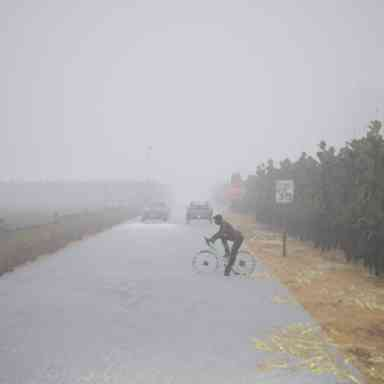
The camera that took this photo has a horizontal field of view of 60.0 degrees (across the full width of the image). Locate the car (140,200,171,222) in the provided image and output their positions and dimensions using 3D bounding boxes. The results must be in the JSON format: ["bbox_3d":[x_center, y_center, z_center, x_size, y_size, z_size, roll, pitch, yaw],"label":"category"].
[{"bbox_3d":[-2.653,1.402,25.095,1.837,1.490,4.892,0,0,2],"label":"car"}]

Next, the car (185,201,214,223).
[{"bbox_3d":[0.550,1.391,24.433,2.128,1.511,4.902,0,0,1],"label":"car"}]

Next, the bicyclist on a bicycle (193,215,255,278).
[{"bbox_3d":[0.845,1.430,8.800,1.656,1.620,0.582,0,0,1],"label":"bicyclist on a bicycle"}]
